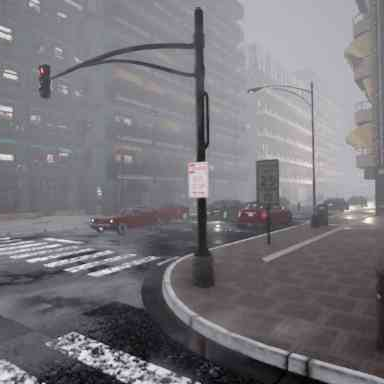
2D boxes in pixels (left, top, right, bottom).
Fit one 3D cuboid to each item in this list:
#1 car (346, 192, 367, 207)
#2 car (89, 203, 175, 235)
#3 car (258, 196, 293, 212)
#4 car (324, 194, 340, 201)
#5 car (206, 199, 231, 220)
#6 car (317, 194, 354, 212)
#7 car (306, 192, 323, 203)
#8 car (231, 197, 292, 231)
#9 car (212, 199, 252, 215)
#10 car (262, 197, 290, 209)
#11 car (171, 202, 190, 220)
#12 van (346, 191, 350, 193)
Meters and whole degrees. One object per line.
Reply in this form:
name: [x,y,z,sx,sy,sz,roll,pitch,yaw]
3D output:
car: [20.838,1.092,41.827,1.887,1.381,4.507,-1,0,36]
car: [-3.318,1.521,18.567,1.895,1.301,4.718,-1,0,35]
car: [8.979,1.262,35.405,1.837,1.490,4.892,-1,0,36]
car: [27.443,1.095,65.065,2.008,1.369,4.403,-1,0,36]
car: [2.612,1.345,26.707,1.837,1.490,4.892,-1,0,36]
car: [14.155,1.201,32.680,1.947,1.339,4.313,-1,0,36]
car: [20.755,0.943,55.918,2.192,1.841,5.009,-1,0,36]
car: [4.219,1.206,18.897,1.967,1.590,4.097,-1,0,36]
car: [4.048,1.396,33.050,2.008,1.369,4.403,-1,0,36]
car: [10.733,1.323,42.198,1.947,1.339,4.313,-1,0,36]
car: [-1.986,1.471,24.947,1.887,1.381,4.507,-1,0,36]
van: [37.465,0.766,78.786,1.690,1.788,3.998,-1,0,36]
